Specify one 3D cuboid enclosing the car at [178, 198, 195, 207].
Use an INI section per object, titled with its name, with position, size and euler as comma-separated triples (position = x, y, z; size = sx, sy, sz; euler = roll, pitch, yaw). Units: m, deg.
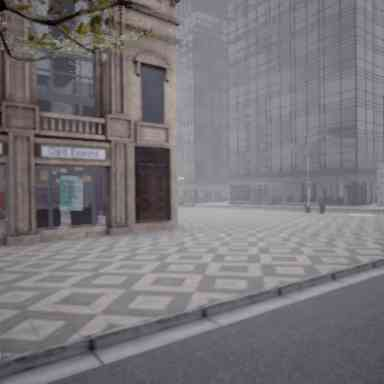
[car]
position = -1.425, 1.747, 54.468
size = 2.128, 1.511, 4.902
euler = -1, 0, -36
